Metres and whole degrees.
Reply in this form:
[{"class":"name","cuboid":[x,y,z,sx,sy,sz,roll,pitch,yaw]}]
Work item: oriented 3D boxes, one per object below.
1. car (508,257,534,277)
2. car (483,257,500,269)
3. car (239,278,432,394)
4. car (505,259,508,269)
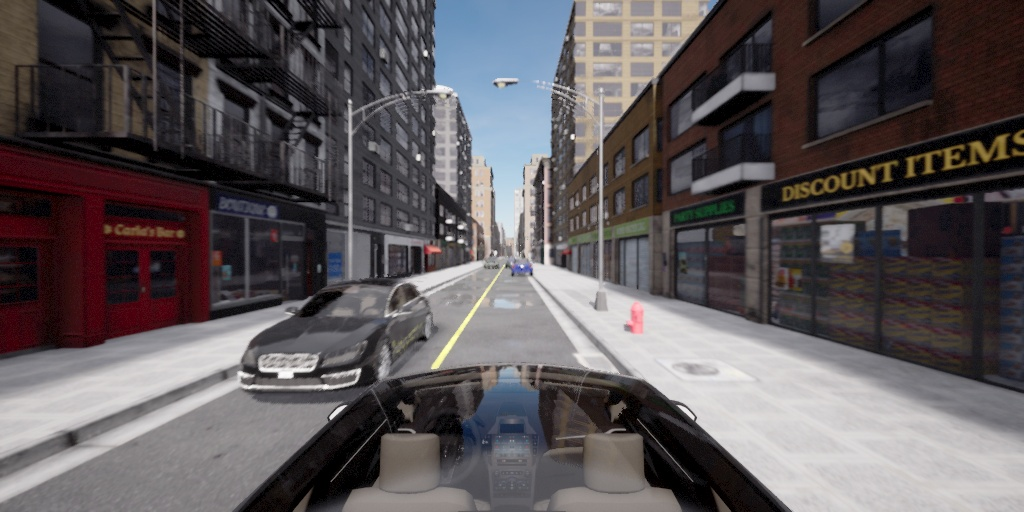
[{"class":"car","cuboid":[0.913,0.954,34.436,2.097,1.767,4.553,-2,0,0]},{"class":"car","cuboid":[-2.838,0.915,50.145,2.097,1.767,4.553,0,0,0]},{"class":"car","cuboid":[-2.853,1.240,6.947,1.837,1.490,4.892,0,0,0]},{"class":"car","cuboid":[-0.022,1.114,53.026,1.994,1.385,4.181,0,0,0]}]
